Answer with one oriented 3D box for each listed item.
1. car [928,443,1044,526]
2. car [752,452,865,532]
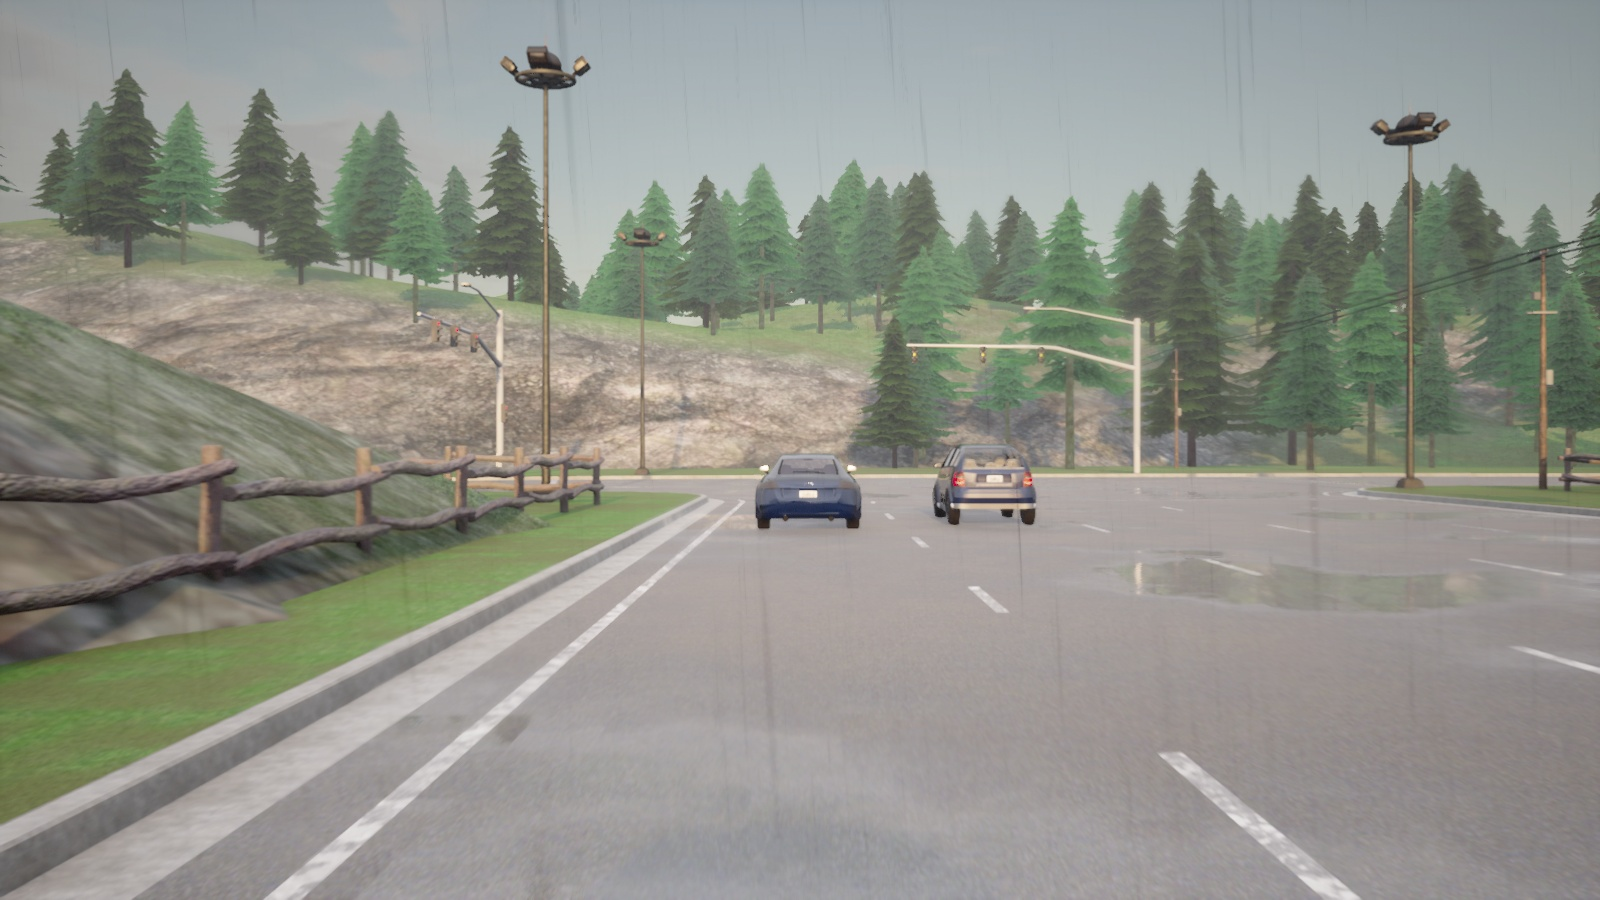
[{"bbox_3d":[3.660,0.659,25.289,1.789,1.549,3.705,0,0,0],"label":"car"},{"bbox_3d":[0.155,0.749,24.231,1.994,1.385,4.181,0,0,0],"label":"car"}]
